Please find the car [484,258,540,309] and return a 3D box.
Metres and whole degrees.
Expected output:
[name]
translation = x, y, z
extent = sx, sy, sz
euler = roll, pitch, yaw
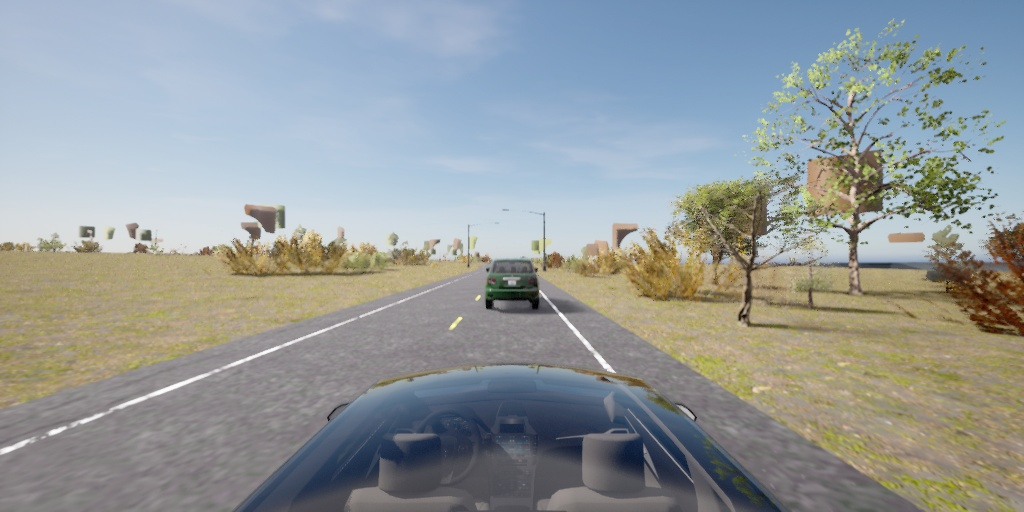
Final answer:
[car]
translation = 0.004, 1.104, 15.873
extent = 2.150, 2.045, 5.566
euler = 0, 0, 0
